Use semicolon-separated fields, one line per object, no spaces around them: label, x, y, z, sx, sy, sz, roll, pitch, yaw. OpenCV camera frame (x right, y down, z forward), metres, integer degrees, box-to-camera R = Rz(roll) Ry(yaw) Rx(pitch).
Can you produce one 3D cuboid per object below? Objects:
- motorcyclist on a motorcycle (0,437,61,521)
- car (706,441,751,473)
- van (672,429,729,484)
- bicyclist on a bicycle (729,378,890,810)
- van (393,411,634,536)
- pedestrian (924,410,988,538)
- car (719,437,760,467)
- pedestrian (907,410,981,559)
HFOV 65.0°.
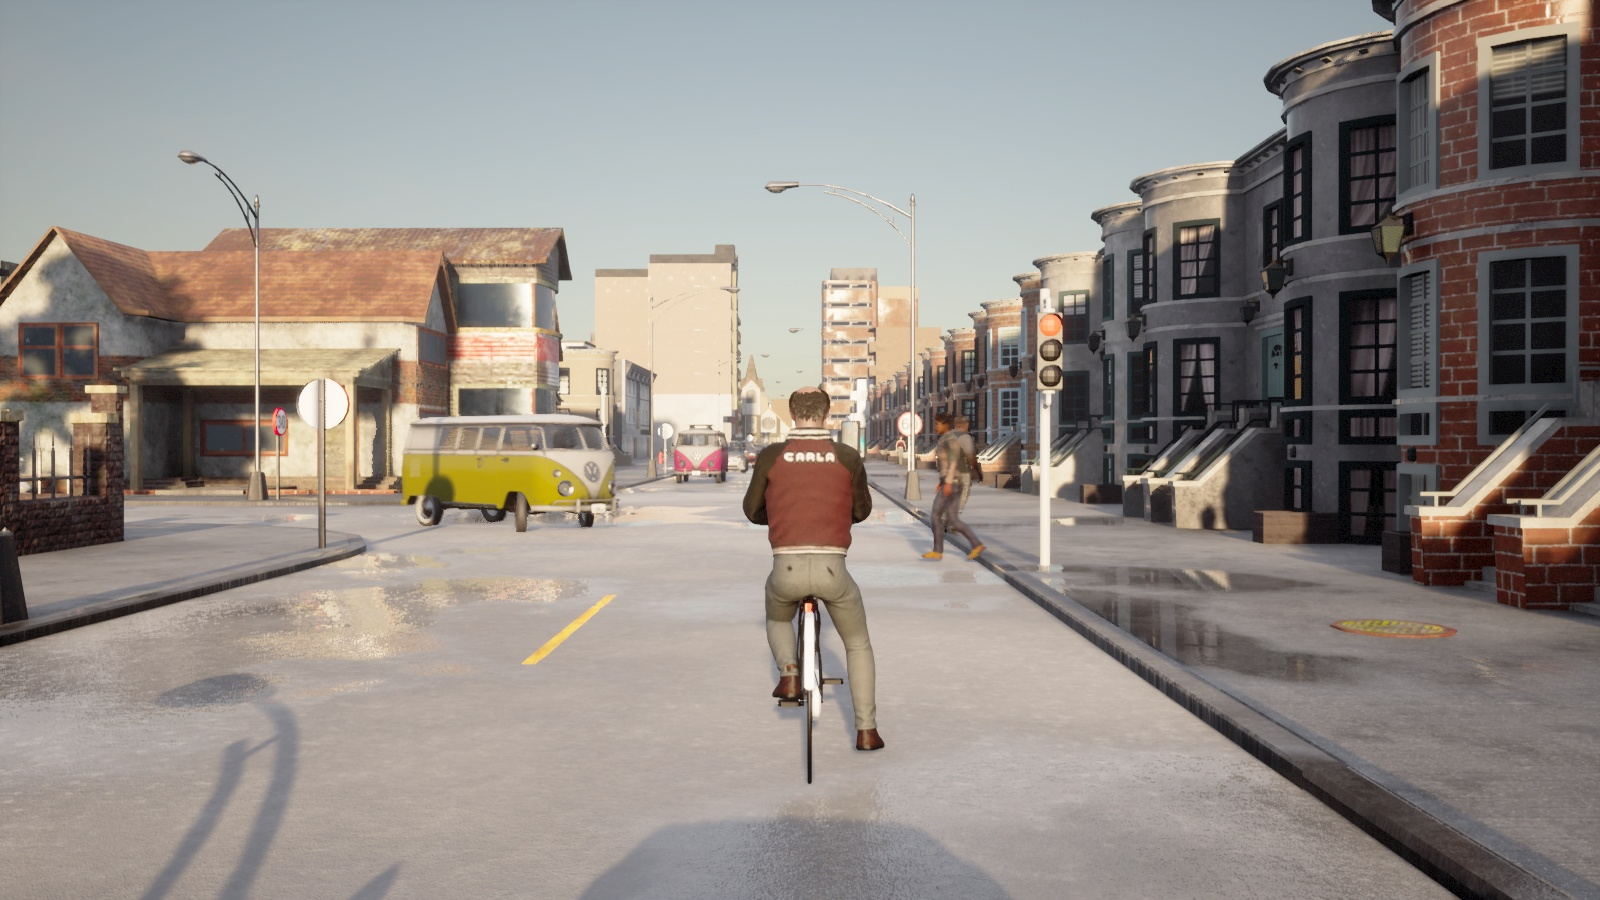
motorcyclist on a motorcycle;-15.353;0.549;24.111;1.817;1.590;0.866;0;0;0
car;-3.579;0.326;63.494;2.007;1.525;4.514;0;0;0
van;-3.688;0.225;47.166;1.775;1.987;4.442;0;0;1
bicyclist on a bicycle;0.045;0.582;6.081;0.659;1.776;1.843;0;1;0
van;-5.123;0.367;22.157;4.442;1.987;1.775;0;0;39
pedestrian;2.354;0.349;18.955;0.563;1.883;0.849;0;0;44
car;-3.511;0.100;73.475;2.152;1.651;5.027;0;0;0
pedestrian;1.777;0.418;15.446;0.869;1.805;0.328;0;0;14
